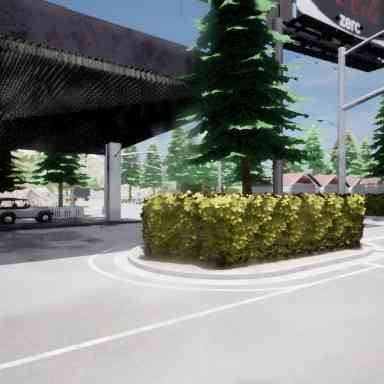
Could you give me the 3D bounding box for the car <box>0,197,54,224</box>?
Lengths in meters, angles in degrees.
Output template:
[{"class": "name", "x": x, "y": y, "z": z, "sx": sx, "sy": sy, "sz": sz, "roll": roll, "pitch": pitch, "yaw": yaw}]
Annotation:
[{"class": "car", "x": -11.934, "y": 1.313, "z": 23.504, "sx": 3.866, "sy": 1.878, "sz": 1.905, "roll": 0, "pitch": 0, "yaw": -36}]
